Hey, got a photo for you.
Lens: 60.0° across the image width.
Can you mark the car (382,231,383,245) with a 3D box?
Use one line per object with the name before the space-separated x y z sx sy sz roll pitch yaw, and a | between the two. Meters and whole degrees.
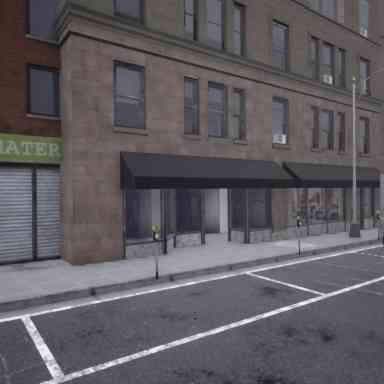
car | 9.271 1.540 13.189 4.507 1.381 1.887 0 -1 -36
